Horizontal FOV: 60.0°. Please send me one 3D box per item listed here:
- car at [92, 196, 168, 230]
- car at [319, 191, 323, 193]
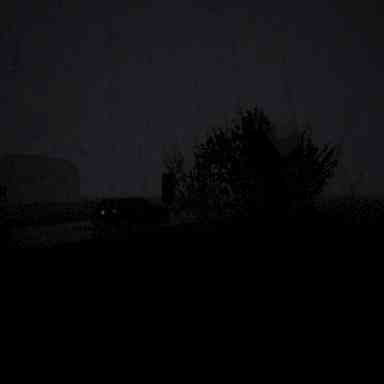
[{"bbox_3d":[-3.386,1.053,19.053,2.097,1.767,4.553,1,2,36],"label":"car"},{"bbox_3d":[19.267,0.100,52.451,2.150,2.045,5.566,1,1,31],"label":"car"}]
